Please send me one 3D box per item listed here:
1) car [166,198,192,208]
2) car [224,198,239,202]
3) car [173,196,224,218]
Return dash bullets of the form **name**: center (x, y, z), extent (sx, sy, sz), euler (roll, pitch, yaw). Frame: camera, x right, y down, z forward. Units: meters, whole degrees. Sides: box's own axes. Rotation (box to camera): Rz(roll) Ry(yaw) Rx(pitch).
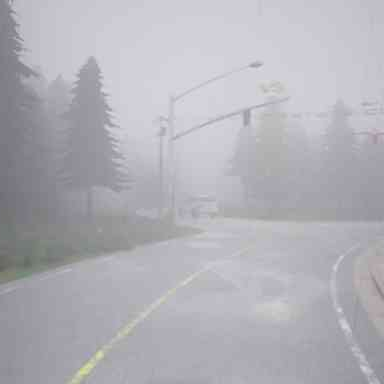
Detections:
- **car**: center (-2.010, 1.680, 53.390), extent (2.128, 1.511, 4.902), euler (1, 0, 26)
- **car**: center (7.444, 1.838, 63.021), extent (2.128, 1.511, 4.902), euler (1, -1, 36)
- **car**: center (0.468, 1.367, 32.006), extent (2.150, 2.045, 5.566), euler (1, 0, -24)
